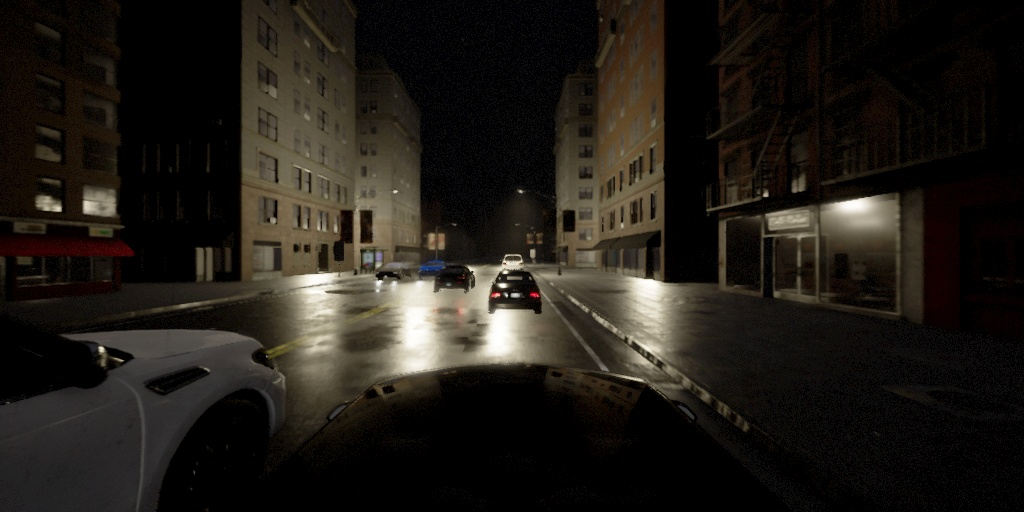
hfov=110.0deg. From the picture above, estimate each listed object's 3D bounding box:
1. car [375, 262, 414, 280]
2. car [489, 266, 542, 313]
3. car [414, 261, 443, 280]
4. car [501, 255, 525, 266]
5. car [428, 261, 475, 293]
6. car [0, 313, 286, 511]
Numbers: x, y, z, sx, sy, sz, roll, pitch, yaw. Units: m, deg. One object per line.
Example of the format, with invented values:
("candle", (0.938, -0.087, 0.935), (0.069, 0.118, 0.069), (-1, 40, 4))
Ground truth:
("car", (-9.759, 1.225, 30.403), (2.033, 1.411, 5.357), (0, 0, 0))
("car", (0.099, 1.264, 13.682), (2.033, 1.411, 5.357), (0, 0, 0))
("car", (-6.508, 1.155, 30.486), (1.882, 1.535, 5.008), (0, 0, 0))
("car", (0.101, 0.885, 36.847), (2.150, 2.045, 5.566), (0, 0, 0))
("car", (-3.148, 1.226, 20.136), (1.812, 1.442, 4.674), (0, 0, 0))
("car", (-3.149, 0.973, 0.904), (2.150, 2.045, 5.566), (0, 0, 0))
